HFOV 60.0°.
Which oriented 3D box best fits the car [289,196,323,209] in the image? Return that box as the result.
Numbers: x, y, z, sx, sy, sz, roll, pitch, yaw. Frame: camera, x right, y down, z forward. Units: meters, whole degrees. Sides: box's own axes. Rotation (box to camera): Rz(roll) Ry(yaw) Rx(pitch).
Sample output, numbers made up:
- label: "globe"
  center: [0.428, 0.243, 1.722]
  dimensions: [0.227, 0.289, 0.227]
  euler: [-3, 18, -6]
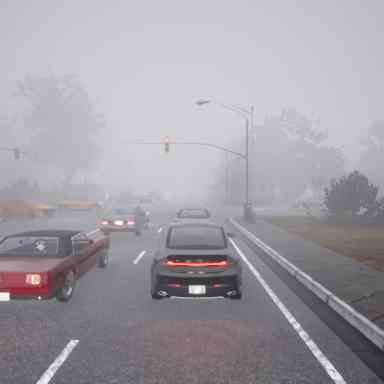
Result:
- label: "car"
  center: [13.675, 1.216, 38.383]
  dimensions: [4.902, 1.511, 2.128]
  euler: [0, 0, -3]

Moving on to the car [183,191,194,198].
- label: "car"
  center: [-0.651, 0.779, 85.262]
  dimensions: [1.994, 1.385, 4.181]
  euler: [0, 1, -4]

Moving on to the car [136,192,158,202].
- label: "car"
  center: [-7.180, 1.149, 53.306]
  dimensions: [2.033, 1.411, 5.357]
  euler: [0, 0, 0]

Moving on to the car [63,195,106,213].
- label: "car"
  center: [-10.866, 1.118, 33.248]
  dimensions: [4.553, 1.767, 2.097]
  euler: [0, 0, -3]

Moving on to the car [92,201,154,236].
- label: "car"
  center: [-3.442, 1.442, 17.753]
  dimensions: [2.033, 1.411, 5.357]
  euler: [0, 0, -1]

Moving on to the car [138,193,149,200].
- label: "car"
  center: [-10.724, 0.987, 73.799]
  dimensions: [1.895, 1.301, 4.718]
  euler: [0, 1, -1]

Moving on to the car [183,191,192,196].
- label: "car"
  center: [-1.402, 0.460, 95.140]
  dimensions: [2.033, 1.411, 5.357]
  euler: [0, 1, -7]

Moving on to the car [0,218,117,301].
- label: "car"
  center: [-3.411, 1.570, 8.164]
  dimensions: [1.895, 1.301, 4.718]
  euler: [0, 0, 0]

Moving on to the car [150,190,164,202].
- label: "car"
  center: [-7.151, 0.730, 63.481]
  dimensions: [2.150, 2.045, 5.566]
  euler: [0, 1, -1]

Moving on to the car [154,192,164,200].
- label: "car"
  center: [-7.220, 0.872, 73.671]
  dimensions: [1.882, 1.535, 5.008]
  euler: [0, 1, -1]

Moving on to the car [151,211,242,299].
- label: "car"
  center: [0.090, 1.473, 8.343]
  dimensions: [1.837, 1.490, 4.892]
  euler: [0, 0, 0]

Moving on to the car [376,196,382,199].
- label: "car"
  center: [23.759, 0.941, 38.969]
  dimensions: [5.566, 2.045, 2.150]
  euler: [0, 0, -3]

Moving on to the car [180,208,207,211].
- label: "car"
  center: [0.084, 1.496, 17.656]
  dimensions: [1.895, 1.301, 4.718]
  euler: [0, 0, 0]

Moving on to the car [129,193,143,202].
- label: "car"
  center: [-10.661, 0.984, 63.713]
  dimensions: [1.882, 1.535, 5.008]
  euler: [0, 1, 0]

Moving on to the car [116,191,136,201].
- label: "car"
  center: [-10.679, 0.818, 53.826]
  dimensions: [2.150, 2.045, 5.566]
  euler: [0, 0, 0]

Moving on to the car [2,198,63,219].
- label: "car"
  center: [-13.173, 1.296, 26.890]
  dimensions: [5.008, 1.535, 1.882]
  euler: [0, -1, 29]

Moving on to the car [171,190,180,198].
- label: "car"
  center: [-4.124, 0.760, 84.726]
  dimensions: [2.128, 1.511, 4.902]
  euler: [0, 1, -4]

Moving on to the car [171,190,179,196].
- label: "car"
  center: [-4.882, 0.279, 94.774]
  dimensions: [2.097, 1.767, 4.553]
  euler: [0, 1, -7]
